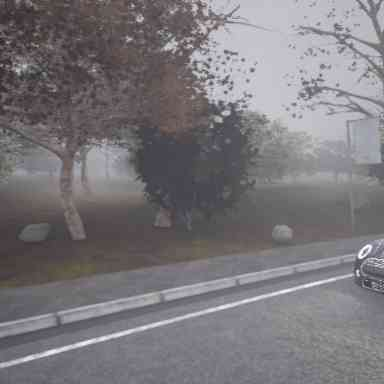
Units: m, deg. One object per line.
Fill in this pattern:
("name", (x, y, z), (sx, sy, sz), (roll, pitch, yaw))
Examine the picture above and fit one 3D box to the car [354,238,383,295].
("car", (5.768, 1.271, 7.479), (4.553, 1.767, 2.097), (-1, 1, -30))
